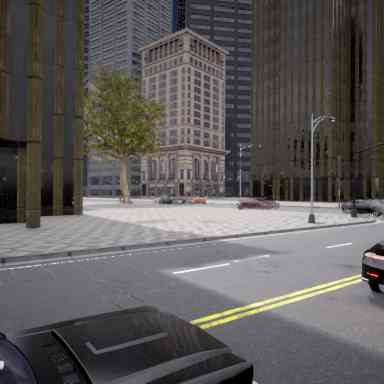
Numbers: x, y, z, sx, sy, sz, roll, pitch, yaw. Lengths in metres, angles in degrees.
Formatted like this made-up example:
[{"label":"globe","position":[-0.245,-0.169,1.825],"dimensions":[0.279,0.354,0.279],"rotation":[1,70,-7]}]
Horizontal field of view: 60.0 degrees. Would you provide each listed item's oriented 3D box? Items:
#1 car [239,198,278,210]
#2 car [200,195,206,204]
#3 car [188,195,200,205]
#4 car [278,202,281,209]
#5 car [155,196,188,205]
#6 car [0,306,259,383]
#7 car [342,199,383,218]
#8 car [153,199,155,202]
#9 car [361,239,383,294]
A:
[{"label":"car","position":[7.888,1.478,41.431],"dimensions":[1.812,1.442,4.674],"rotation":[1,-1,-40]},{"label":"car","position":[0.548,1.398,64.926],"dimensions":[2.097,1.767,4.553],"rotation":[1,-1,-43]},{"label":"car","position":[-1.492,1.472,57.306],"dimensions":[2.128,1.511,4.902],"rotation":[1,0,-42]},{"label":"car","position":[9.596,1.510,44.460],"dimensions":[1.812,1.442,4.674],"rotation":[1,0,-40]},{"label":"car","position":[-3.428,1.441,54.600],"dimensions":[2.128,1.511,4.902],"rotation":[1,-1,-42]},{"label":"car","position":[-1.733,1.601,2.205],"dimensions":[4.718,1.301,1.895],"rotation":[0,0,-36]},{"label":"car","position":[15.884,1.436,29.969],"dimensions":[2.128,1.511,4.902],"rotation":[1,-1,-24]},{"label":"car","position":[-6.412,1.568,72.112],"dimensions":[1.812,1.442,4.674],"rotation":[1,-1,-45]},{"label":"car","position":[5.787,1.492,7.567],"dimensions":[4.902,1.511,2.128],"rotation":[0,0,-35]}]
